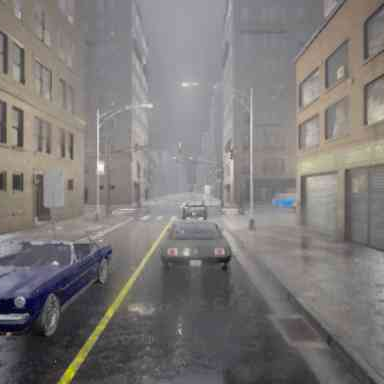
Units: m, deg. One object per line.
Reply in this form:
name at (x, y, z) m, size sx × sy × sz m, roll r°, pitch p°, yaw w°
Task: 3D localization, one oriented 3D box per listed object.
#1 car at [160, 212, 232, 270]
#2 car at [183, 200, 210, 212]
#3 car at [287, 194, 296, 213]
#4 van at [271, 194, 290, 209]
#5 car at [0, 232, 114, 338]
car at (0.102, 1.543, 10.792) m, size 1.895 × 1.301 × 4.718 m, roll 0°, pitch 0°, yaw 0°
car at (0.371, 1.348, 26.201) m, size 2.128 × 1.511 × 4.902 m, roll 0°, pitch 0°, yaw 5°
car at (11.605, 1.252, 31.592) m, size 4.097 × 1.590 × 1.967 m, roll 0°, pitch 0°, yaw 1°
van at (11.677, 1.116, 40.117) m, size 3.998 × 1.788 × 1.690 m, roll 0°, pitch 0°, yaw 1°
car at (-3.042, 1.565, 6.665) m, size 1.895 × 1.301 × 4.718 m, roll 0°, pitch 0°, yaw 1°
